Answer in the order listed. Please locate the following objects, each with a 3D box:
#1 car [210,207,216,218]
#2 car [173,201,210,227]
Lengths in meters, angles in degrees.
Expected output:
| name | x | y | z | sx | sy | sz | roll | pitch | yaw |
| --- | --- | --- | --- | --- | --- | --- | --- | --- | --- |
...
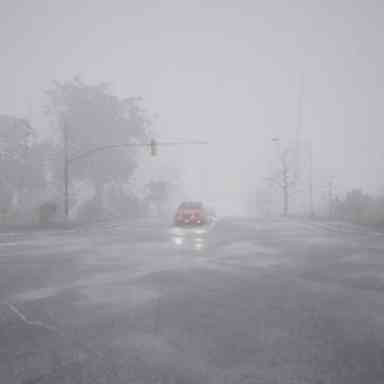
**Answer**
| name | x | y | z | sx | sy | sz | roll | pitch | yaw |
| --- | --- | --- | --- | --- | --- | --- | --- | --- | --- |
| car | 2.737 | 3.101 | 52.554 | 2.097 | 1.767 | 4.553 | -1 | -4 | 6 |
| car | -0.067 | 1.760 | 27.145 | 2.150 | 2.045 | 5.566 | -1 | 0 | 7 |
